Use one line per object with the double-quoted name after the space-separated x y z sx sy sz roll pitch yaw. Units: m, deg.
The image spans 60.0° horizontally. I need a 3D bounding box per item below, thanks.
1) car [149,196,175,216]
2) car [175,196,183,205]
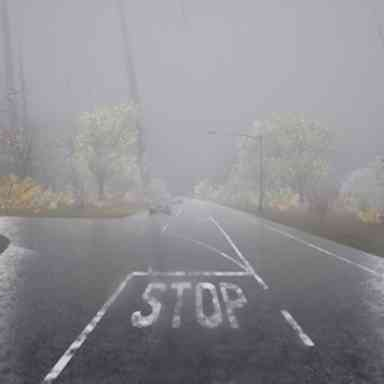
-3.392 1.550 36.475 2.150 2.045 5.566 0 -1 0 "car"
-3.389 1.925 77.210 2.150 2.045 5.566 0 -1 3 "car"
